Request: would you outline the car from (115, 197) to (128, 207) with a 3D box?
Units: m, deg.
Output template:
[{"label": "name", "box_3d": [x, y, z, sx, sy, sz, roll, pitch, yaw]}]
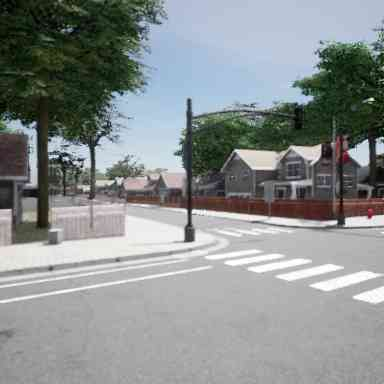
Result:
[{"label": "car", "box_3d": [-12.454, 1.833, 57.984, 1.994, 1.385, 4.181, 0, 0, -23]}]

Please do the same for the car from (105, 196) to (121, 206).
[{"label": "car", "box_3d": [-15.145, 1.654, 63.856, 2.097, 1.767, 4.553, 0, 0, -24]}]

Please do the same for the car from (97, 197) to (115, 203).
[{"label": "car", "box_3d": [-15.089, 1.761, 57.057, 1.882, 1.535, 5.008, 0, 0, -24]}]
